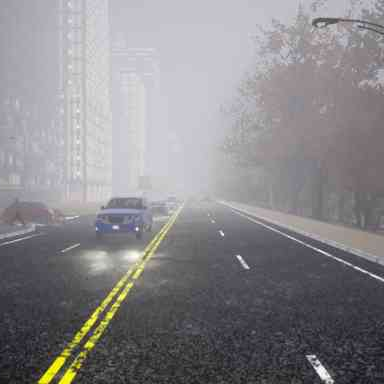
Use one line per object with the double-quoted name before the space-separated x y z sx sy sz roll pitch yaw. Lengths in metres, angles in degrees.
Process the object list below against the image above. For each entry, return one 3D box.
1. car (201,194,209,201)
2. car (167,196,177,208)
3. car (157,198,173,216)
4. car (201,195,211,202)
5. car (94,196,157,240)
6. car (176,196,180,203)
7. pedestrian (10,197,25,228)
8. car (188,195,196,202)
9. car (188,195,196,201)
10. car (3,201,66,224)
"car" 3.254 1.373 85.290 1.882 1.535 5.008 0 0 0
"car" -3.345 1.603 43.703 1.895 1.301 4.718 0 0 0
"car" -3.346 1.588 33.073 1.994 1.385 4.181 0 0 1
"car" 3.252 1.503 74.896 1.837 1.490 4.892 0 0 0
"car" -3.358 1.227 17.370 2.150 2.045 5.566 0 -1 0
"car" -3.359 1.510 54.357 1.837 1.490 4.892 0 0 -1
"pedestrian" -10.172 1.152 19.409 0.375 1.860 0.375 0 0 0
"car" 0.003 1.543 74.897 2.033 1.411 5.357 0 0 0
"car" 0.004 1.420 85.290 1.812 1.442 4.674 0 0 0
"car" -12.528 1.537 26.584 4.553 1.767 2.097 -1 0 8
